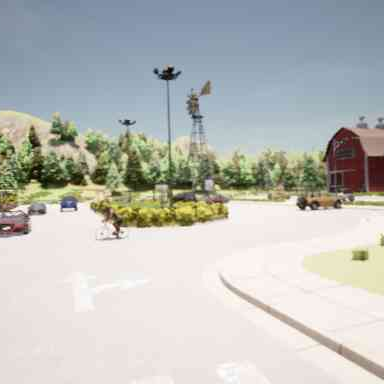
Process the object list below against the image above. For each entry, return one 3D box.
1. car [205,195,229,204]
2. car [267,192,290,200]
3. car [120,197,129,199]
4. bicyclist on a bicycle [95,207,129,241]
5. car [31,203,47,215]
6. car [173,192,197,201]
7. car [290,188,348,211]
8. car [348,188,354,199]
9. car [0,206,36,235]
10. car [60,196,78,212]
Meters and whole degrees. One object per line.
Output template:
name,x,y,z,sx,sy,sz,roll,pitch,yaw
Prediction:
car,3.884,1.178,53.095,3.905,1.438,1.784,-2,0,-21
car,15.399,0.766,58.942,4.193,1.474,1.816,-2,0,-21
car,-11.821,1.625,57.074,5.008,1.535,1.882,-2,0,-7
bicyclist on a bicycle,-3.863,1.521,16.050,1.656,1.620,0.582,-2,0,-21
car,-18.507,1.993,39.968,2.033,1.411,5.357,-2,0,-21
car,-1.437,1.059,51.607,2.150,2.045,5.566,-2,0,-33
car,12.321,0.785,32.261,4.605,1.855,1.932,-2,0,-21
car,20.885,0.449,46.615,3.866,1.878,1.905,-2,0,-21
car,-10.970,1.843,20.287,1.994,1.385,4.181,-2,0,-21
car,-16.857,1.580,45.605,2.150,2.045,5.566,-2,0,-21
